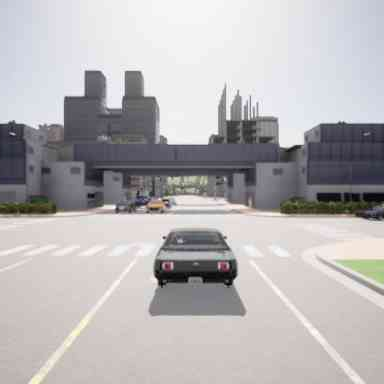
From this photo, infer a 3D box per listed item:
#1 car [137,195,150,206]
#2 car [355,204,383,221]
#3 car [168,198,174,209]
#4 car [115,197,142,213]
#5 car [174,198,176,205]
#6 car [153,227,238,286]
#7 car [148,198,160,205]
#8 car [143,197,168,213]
[{"bbox_3d":[-7.748,1.500,52.613,2.150,2.045,5.566,0,-1,0],"label":"car"},{"bbox_3d":[17.005,1.705,28.513,5.357,1.411,2.033,0,0,0],"label":"car"},{"bbox_3d":[-4.252,1.777,51.665,1.837,1.490,4.892,0,0,0],"label":"car"},{"bbox_3d":[-7.799,1.704,39.692,2.128,1.511,4.902,0,0,2],"label":"car"},{"bbox_3d":[-4.175,1.874,67.288,1.812,1.442,4.674,0,0,0],"label":"car"},{"bbox_3d":[0.083,1.648,9.469,1.895,1.301,4.718,0,0,0],"label":"car"},{"bbox_3d":[-7.667,1.875,67.451,1.812,1.442,4.674,0,0,0],"label":"car"},{"bbox_3d":[-4.255,1.690,39.666,1.882,1.535,5.008,0,0,0],"label":"car"}]
